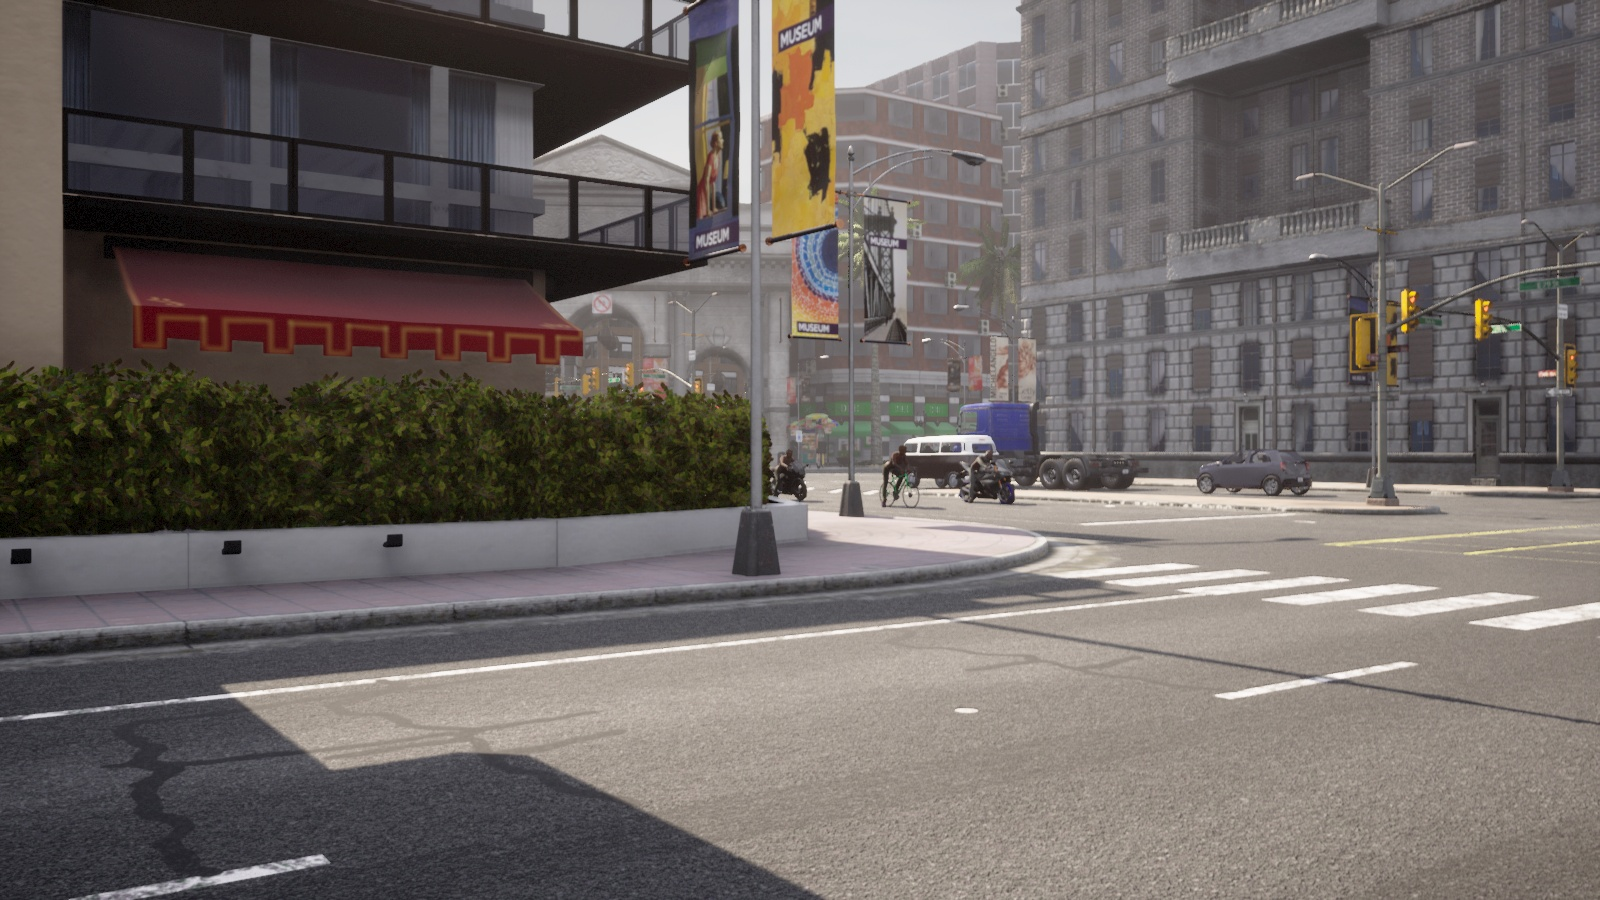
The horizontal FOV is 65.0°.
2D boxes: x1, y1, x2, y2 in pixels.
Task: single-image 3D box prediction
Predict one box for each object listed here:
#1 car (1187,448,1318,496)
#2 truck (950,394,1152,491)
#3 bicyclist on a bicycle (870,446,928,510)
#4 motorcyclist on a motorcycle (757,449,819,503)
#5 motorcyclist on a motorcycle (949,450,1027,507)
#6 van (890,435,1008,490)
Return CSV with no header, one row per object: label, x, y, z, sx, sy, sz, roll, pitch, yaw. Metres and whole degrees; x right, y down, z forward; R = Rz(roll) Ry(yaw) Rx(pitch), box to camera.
car,14.793,0.697,41.200,1.845,1.501,3.633,0,0,-35
truck,9.561,-0.269,48.804,2.891,3.462,7.936,0,0,-35
bicyclist on a bicycle,2.563,0.696,32.512,0.582,1.620,1.656,0,0,-35
motorcyclist on a motorcycle,-0.373,0.742,36.783,0.797,1.523,2.044,0,0,-35
motorcyclist on a motorcycle,5.191,0.766,34.869,0.866,1.530,2.191,0,0,-35
van,5.672,0.456,48.286,2.069,2.038,4.480,0,0,-34
